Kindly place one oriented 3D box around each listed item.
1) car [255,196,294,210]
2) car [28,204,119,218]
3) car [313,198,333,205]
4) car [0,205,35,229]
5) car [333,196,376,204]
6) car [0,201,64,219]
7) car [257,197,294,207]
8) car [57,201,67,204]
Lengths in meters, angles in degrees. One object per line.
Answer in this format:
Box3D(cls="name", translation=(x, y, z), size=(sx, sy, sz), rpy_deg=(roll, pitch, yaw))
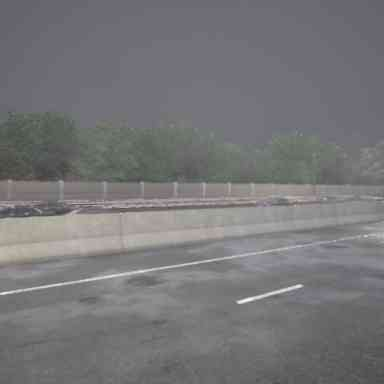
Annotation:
Box3D(cls="car", translation=(10.351, 1.326, 41.525), size=(4.902, 1.511, 2.128), rpy_deg=(0, 0, -35))
Box3D(cls="car", translation=(-5.619, 1.497, 17.182), size=(4.674, 1.442, 1.812), rpy_deg=(0, 0, -36))
Box3D(cls="car", translation=(15.522, 1.377, 36.616), size=(5.357, 1.411, 2.033), rpy_deg=(0, 0, -35))
Box3D(cls="car", translation=(-12.563, 1.590, 20.826), size=(4.718, 1.301, 1.895), rpy_deg=(0, 0, -36))
Box3D(cls="car", translation=(16.462, 1.188, 32.987), size=(4.553, 1.767, 2.097), rpy_deg=(0, 0, -35))
Box3D(cls="car", translation=(-10.012, 1.491, 18.346), size=(4.892, 1.490, 1.837), rpy_deg=(0, 0, -36))
Box3D(cls="car", translation=(9.165, 1.359, 36.377), size=(4.892, 1.490, 1.837), rpy_deg=(0, 0, -36))
Box3D(cls="car", translation=(-11.497, 1.474, 25.886), size=(4.892, 1.490, 1.837), rpy_deg=(0, 0, -36))
